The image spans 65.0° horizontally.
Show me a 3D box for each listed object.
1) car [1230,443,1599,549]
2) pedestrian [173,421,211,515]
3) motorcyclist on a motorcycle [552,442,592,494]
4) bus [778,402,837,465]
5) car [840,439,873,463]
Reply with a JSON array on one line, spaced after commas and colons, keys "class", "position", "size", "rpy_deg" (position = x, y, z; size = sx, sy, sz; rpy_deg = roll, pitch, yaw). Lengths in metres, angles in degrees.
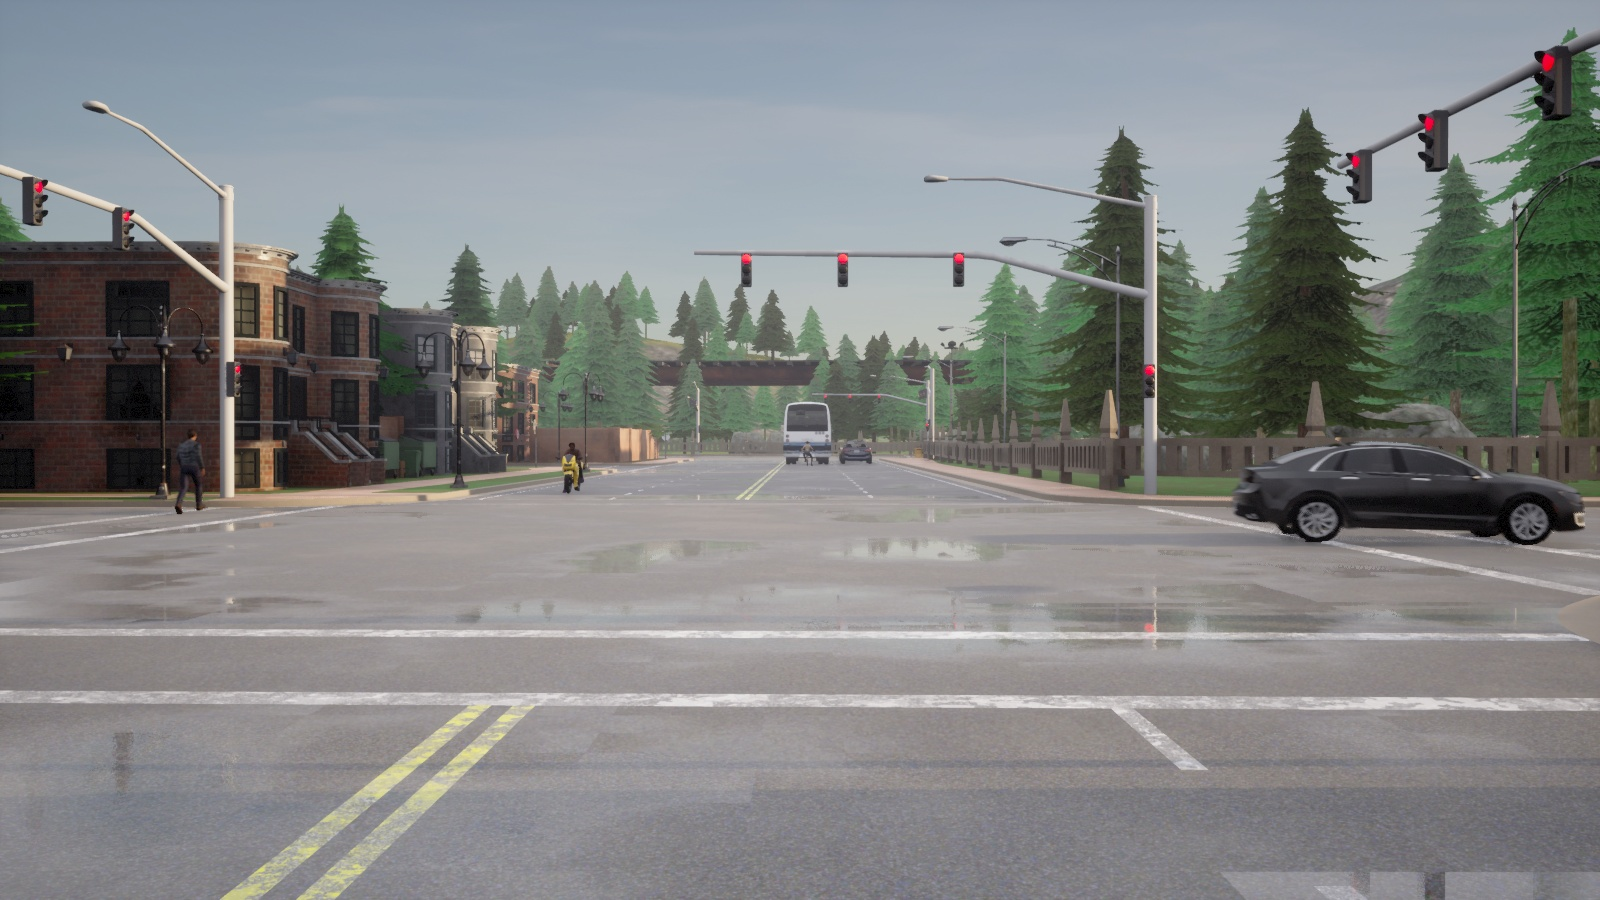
[{"class": "car", "position": [9.288, 0.650, 19.242], "size": [4.892, 1.490, 1.837], "rpy_deg": [0, 1, 10]}, {"class": "pedestrian", "position": [-12.914, 0.374, 26.684], "size": [0.423, 1.949, 0.788], "rpy_deg": [0, 0, 2]}, {"class": "motorcyclist on a motorcycle", "position": [-6.774, 0.512, 37.430], "size": [0.797, 1.523, 2.044], "rpy_deg": [0, 0, 0]}, {"class": "bus", "position": [0.524, -1.136, 89.810], "size": [3.944, 4.253, 10.273], "rpy_deg": [0, 0, 0]}, {"class": "car", "position": [4.025, 0.083, 90.532], "size": [2.242, 1.667, 4.611], "rpy_deg": [0, 0, 1]}]
